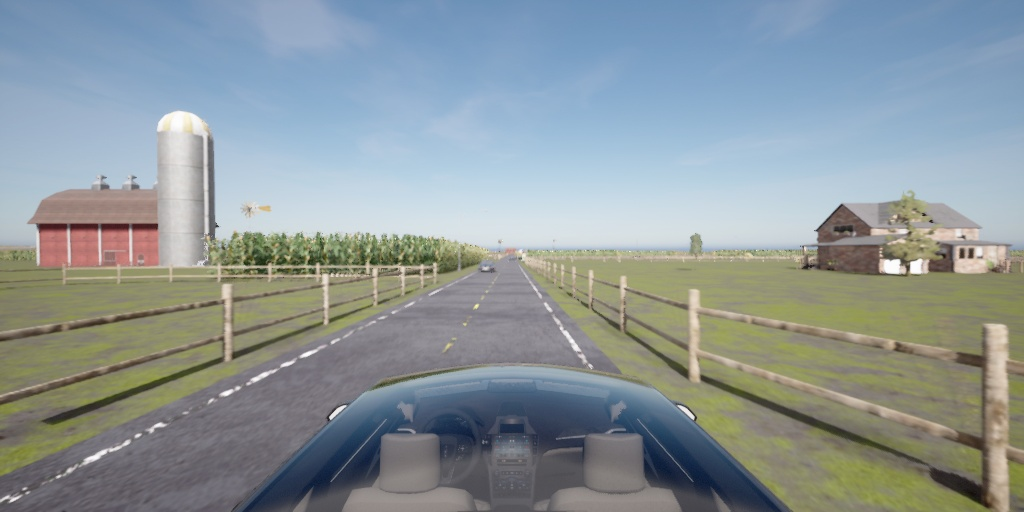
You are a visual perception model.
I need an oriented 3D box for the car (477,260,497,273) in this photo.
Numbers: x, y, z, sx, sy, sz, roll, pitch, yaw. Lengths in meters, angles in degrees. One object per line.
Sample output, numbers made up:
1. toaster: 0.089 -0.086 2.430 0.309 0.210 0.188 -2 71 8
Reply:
1. car: -2.839 1.152 41.104 1.812 1.442 4.674 0 0 0
